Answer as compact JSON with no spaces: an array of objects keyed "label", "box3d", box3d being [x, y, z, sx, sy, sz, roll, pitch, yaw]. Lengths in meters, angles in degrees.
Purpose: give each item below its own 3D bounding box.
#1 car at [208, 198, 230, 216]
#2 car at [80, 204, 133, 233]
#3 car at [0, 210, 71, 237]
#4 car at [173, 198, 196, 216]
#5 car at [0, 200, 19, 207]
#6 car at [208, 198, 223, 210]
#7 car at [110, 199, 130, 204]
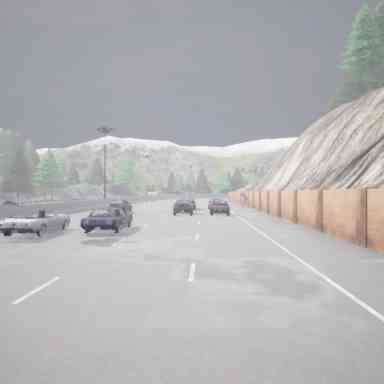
[{"label":"car","box3d":[2.670,1.491,32.758,2.128,1.511,4.902,0,0,2]},{"label":"car","box3d":[-4.796,1.601,19.452,1.895,1.301,4.718,0,0,2]},{"label":"car","box3d":[-8.346,1.601,18.071,1.895,1.301,4.718,0,0,2]},{"label":"car","box3d":[-0.823,1.505,33.027,1.837,1.490,4.892,0,0,2]},{"label":"car","box3d":[-18.509,1.525,32.174,1.812,1.442,4.674,0,0,3]},{"label":"car","box3d":[3.030,1.525,43.202,1.812,1.442,4.674,0,0,2]},{"label":"car","box3d":[-7.729,1.526,35.719,1.812,1.442,4.674,0,0,3]}]
